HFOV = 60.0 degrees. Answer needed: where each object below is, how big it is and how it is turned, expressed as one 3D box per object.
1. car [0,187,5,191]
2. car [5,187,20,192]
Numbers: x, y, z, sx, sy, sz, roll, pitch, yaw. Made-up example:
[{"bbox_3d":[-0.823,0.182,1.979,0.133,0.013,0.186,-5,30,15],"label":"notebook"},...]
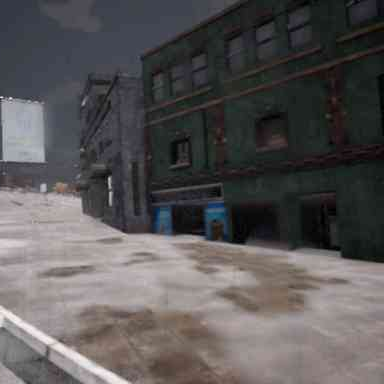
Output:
[{"bbox_3d":[-46.657,-0.556,77.169,2.002,1.452,4.674,-4,-3,8],"label":"car"},{"bbox_3d":[-46.004,-0.342,82.547,2.231,1.521,4.892,-4,-3,7],"label":"car"}]
